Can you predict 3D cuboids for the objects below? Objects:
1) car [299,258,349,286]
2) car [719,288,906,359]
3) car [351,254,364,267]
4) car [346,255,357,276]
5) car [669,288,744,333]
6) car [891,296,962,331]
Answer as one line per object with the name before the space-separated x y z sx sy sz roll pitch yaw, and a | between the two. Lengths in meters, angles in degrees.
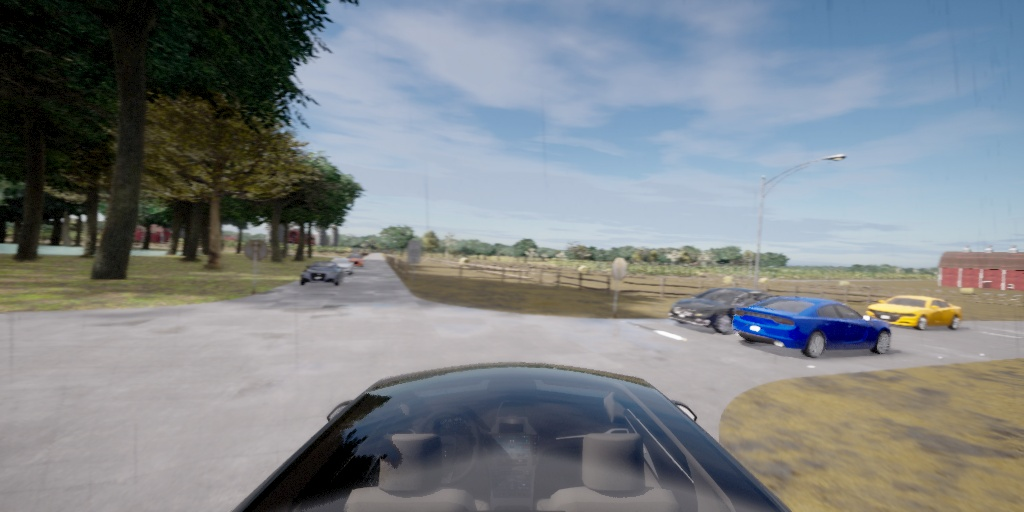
car | -11.385 1.004 21.745 1.994 1.385 4.181 3 0 -20
car | 8.952 1.987 10.677 5.008 1.535 1.882 4 0 -21
car | -21.325 0.569 48.694 2.097 1.767 4.553 3 0 -20
car | -15.030 0.890 31.567 1.812 1.442 4.674 3 0 -20
car | 8.147 1.951 13.359 4.892 1.490 1.837 4 0 -22
car | 20.121 2.762 17.933 5.008 1.535 1.882 3 0 -21
